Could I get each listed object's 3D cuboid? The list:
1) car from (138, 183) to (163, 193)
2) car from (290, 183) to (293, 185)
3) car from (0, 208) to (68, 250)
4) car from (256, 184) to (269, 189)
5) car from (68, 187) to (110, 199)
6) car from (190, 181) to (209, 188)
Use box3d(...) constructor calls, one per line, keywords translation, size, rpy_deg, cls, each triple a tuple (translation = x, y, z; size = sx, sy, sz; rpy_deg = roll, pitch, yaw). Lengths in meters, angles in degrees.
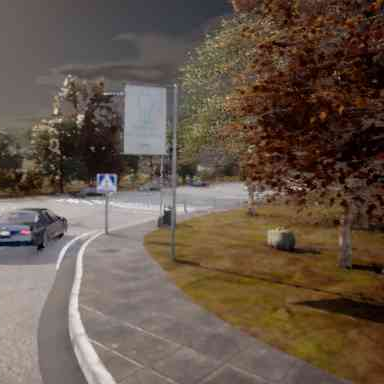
box3d(translation=(-6.492, -0.710, 52.405), size=(2.128, 1.511, 4.902), rpy_deg=(3, 5, 31), cls="car")
box3d(translation=(21.076, -1.661, 67.294), size=(1.994, 1.385, 4.181), rpy_deg=(3, 5, 32), cls="car")
box3d(translation=(-6.350, 1.329, 13.101), size=(2.033, 1.411, 5.357), rpy_deg=(1, 1, -9), cls="car")
box3d(translation=(13.063, -1.136, 60.928), size=(1.895, 1.301, 4.718), rpy_deg=(3, 5, 32), cls="car")
box3d(translation=(-12.895, 0.043, 42.097), size=(2.033, 1.411, 5.357), rpy_deg=(3, 4, 32), cls="car")
box3d(translation=(1.500, -1.491, 65.169), size=(1.895, 1.301, 4.718), rpy_deg=(3, 5, 32), cls="car")
